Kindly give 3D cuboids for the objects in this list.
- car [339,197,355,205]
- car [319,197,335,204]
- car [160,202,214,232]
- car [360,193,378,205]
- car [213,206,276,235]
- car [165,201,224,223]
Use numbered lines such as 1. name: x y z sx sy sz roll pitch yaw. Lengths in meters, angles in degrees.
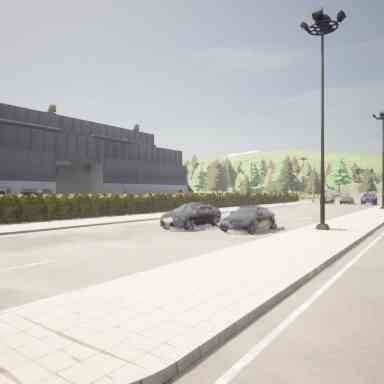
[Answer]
1. car: 27.900 1.547 59.751 2.033 1.411 5.357 0 0 35
2. car: 25.205 1.668 62.000 1.895 1.301 4.718 0 0 35
3. car: 0.046 1.491 20.498 2.128 1.511 4.902 0 0 35
4. car: 30.855 1.206 57.866 2.150 2.045 5.566 0 0 35
5. car: 3.353 1.526 19.109 1.812 1.442 4.674 0 0 35
6. car: 0.349 1.547 26.967 2.033 1.411 5.357 0 0 35
